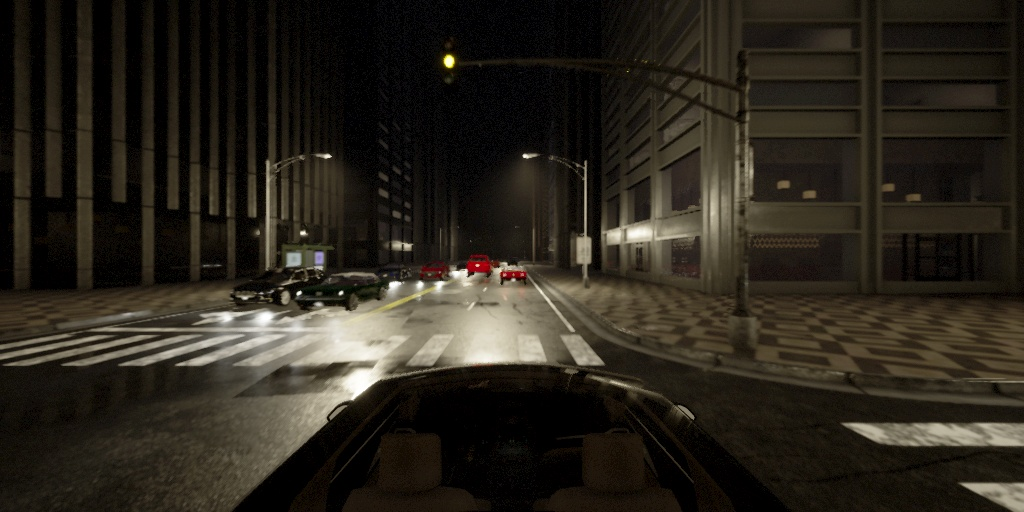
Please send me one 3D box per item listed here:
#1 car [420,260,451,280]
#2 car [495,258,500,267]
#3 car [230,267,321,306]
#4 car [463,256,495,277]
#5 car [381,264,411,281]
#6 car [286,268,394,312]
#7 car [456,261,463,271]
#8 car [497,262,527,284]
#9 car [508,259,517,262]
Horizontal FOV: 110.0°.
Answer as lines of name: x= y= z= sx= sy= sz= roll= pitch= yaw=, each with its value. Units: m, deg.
car: x=-6.578 y=1.238 z=31.142 sx=1.882 sy=1.535 sz=5.008 roll=0 pitch=0 yaw=0
car: x=-3.161 y=1.134 z=60.551 sx=2.097 sy=1.767 sz=4.553 roll=0 pitch=0 yaw=0
car: x=-9.835 y=1.256 z=15.690 sx=1.837 sy=1.490 sz=4.892 roll=0 pitch=1 yaw=1
car: x=-3.141 y=0.981 z=35.557 sx=2.150 sy=2.045 sz=5.566 roll=0 pitch=0 yaw=0
car: x=-9.831 y=1.324 z=29.844 sx=1.994 sy=1.385 sz=4.181 roll=0 pitch=0 yaw=0
car: x=-6.594 y=1.355 z=14.464 sx=1.895 sy=1.301 sz=4.718 roll=0 pitch=0 yaw=0
car: x=-6.491 y=1.372 z=49.387 sx=1.895 sy=1.301 sz=4.718 roll=0 pitch=0 yaw=0
car: x=0.107 y=1.358 z=27.200 sx=1.895 sy=1.301 sz=4.718 roll=0 pitch=0 yaw=0
car: x=0.081 y=1.284 z=58.947 sx=1.837 sy=1.490 sz=4.892 roll=0 pitch=0 yaw=0
